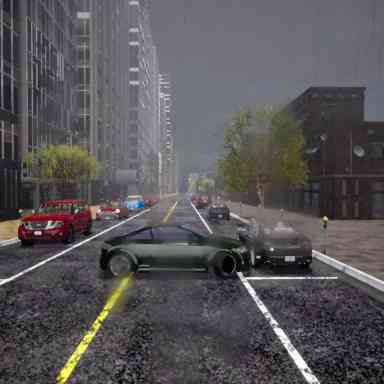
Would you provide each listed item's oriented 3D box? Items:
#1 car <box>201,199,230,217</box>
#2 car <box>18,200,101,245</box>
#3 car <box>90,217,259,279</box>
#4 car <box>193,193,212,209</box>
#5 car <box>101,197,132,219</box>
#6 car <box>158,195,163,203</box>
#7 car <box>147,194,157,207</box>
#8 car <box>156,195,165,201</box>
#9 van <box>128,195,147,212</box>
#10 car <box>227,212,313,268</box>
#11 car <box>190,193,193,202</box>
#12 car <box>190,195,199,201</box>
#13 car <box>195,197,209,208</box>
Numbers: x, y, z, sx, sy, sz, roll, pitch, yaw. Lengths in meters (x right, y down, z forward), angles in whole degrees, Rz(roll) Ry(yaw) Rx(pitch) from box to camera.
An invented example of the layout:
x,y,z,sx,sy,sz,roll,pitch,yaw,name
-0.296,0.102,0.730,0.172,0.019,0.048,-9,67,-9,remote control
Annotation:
x,y,z,sx,sy,sz,roll,pitch,yaw,name
2.049,1.543,26.942,2.008,1.369,4.403,-1,0,-1,car
-6.169,1.310,15.680,2.192,1.841,5.009,-1,0,-1,car
-0.454,1.557,9.479,4.181,1.385,1.994,0,0,-1,car
1.599,1.301,44.275,2.192,1.841,5.009,-1,0,-1,car
-6.354,1.432,26.748,1.967,1.590,4.097,-1,0,-1,car
-7.330,1.522,66.207,1.887,1.381,4.507,-1,0,-1,car
-6.917,1.299,49.608,2.192,1.841,5.009,-1,0,-1,car
-7.743,1.497,82.636,1.752,1.417,4.829,-1,0,-1,car
-6.640,1.329,38.542,1.690,1.788,3.998,-1,0,-1,van
2.565,1.548,11.082,2.008,1.369,4.403,-1,0,-1,car
0.905,1.291,71.939,2.192,1.841,5.009,-1,0,-1,car
0.632,1.538,83.005,1.947,1.339,4.313,-1,0,-1,car
1.460,1.509,49.978,1.752,1.417,4.829,-1,0,-1,car
